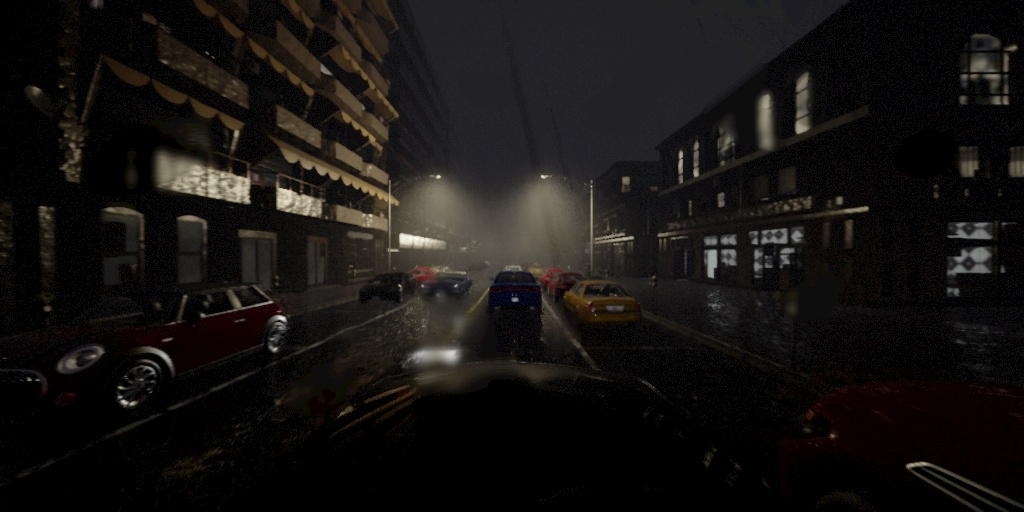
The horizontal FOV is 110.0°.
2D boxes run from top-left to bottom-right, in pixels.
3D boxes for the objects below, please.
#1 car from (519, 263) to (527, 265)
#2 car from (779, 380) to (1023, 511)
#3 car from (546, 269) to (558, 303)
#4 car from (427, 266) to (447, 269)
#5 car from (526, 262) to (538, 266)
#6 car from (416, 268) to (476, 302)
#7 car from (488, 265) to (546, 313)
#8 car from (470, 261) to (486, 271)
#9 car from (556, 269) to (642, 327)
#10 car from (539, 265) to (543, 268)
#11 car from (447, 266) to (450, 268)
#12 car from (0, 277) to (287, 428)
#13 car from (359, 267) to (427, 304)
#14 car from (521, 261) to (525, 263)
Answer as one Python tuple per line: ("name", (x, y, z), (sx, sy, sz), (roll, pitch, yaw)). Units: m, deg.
("car", (0.105, 1.545, 33.325), (1.895, 1.301, 4.718), (0, 0, 0))
("car", (2.689, 1.055, 0.107), (2.192, 1.841, 5.009), (0, 0, 0))
("car", (2.691, 1.426, 17.138), (1.802, 1.307, 4.207), (0, 0, 0))
("car", (-5.689, 1.424, 22.845), (1.888, 1.381, 4.507), (0, 0, 0))
("car", (2.694, 1.511, 40.017), (1.751, 1.417, 4.829), (0, 0, 0))
("car", (-3.096, 1.448, 17.798), (1.895, 1.301, 4.718), (0, 0, 0))
("car", (0.100, 1.304, 14.366), (1.882, 1.535, 5.008), (0, 0, 0))
("car", (-5.685, 1.638, 56.909), (1.888, 1.381, 4.507), (0, 0, 0))
("car", (2.690, 1.335, 11.631), (1.751, 1.417, 4.829), (0, 0, 0))
("car", (2.691, 1.461, 22.816), (1.802, 1.307, 4.207), (0, 0, 0))
("car", (-5.688, 1.464, 28.523), (2.007, 1.370, 4.403), (0, 0, 0))
("car", (-5.697, 1.214, 5.813), (1.967, 1.591, 4.097), (0, 0, 0))
("car", (-5.690, 1.409, 17.167), (1.948, 1.339, 4.313), (0, 0, 0))
("car", (2.695, 1.602, 51.202), (1.888, 1.381, 4.507), (0, 0, 0))
